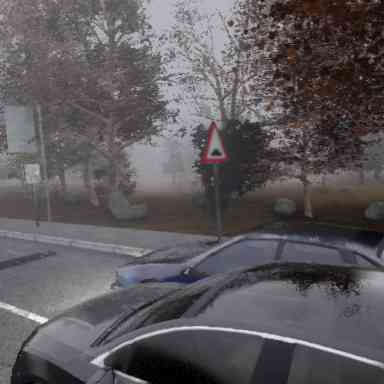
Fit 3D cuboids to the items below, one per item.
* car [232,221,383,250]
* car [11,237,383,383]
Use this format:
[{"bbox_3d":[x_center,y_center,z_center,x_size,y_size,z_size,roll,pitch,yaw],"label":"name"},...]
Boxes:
[{"bbox_3d":[1.292,1.162,4.544,5.357,1.411,2.033,0,5,35],"label":"car"},{"bbox_3d":[0.608,1.329,2.346,4.892,1.490,1.837,0,5,35],"label":"car"}]
